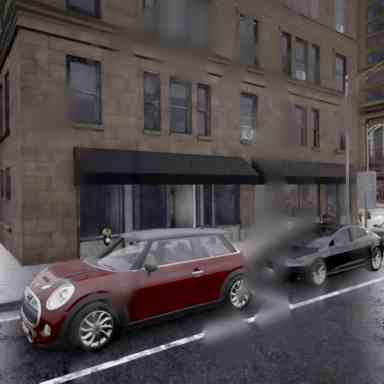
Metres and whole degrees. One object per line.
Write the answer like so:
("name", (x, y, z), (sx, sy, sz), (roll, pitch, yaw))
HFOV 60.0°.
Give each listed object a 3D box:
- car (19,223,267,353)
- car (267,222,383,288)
("car", (-0.849, 1.440, 6.056), (4.097, 1.590, 1.967), (0, -1, -36))
("car", (3.632, 1.564, 9.254), (4.313, 1.339, 1.947), (0, -1, -36))
